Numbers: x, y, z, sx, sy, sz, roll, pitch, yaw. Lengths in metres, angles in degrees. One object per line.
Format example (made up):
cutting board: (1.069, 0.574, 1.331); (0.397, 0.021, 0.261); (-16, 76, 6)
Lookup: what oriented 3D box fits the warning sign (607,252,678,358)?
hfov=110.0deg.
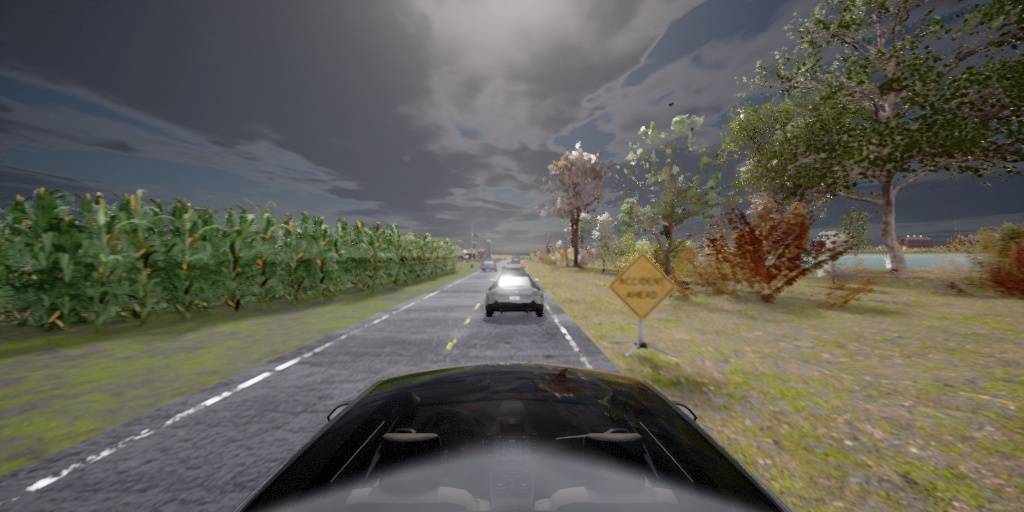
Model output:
warning sign: (2.451, 0.860, 6.811); (1.300, 1.860, 1.060); (0, 0, 0)

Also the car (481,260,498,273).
car: (-2.821, 1.268, 44.628); (1.812, 1.442, 4.674); (0, 0, 0)

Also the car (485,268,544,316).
car: (0.088, 1.305, 13.376); (1.994, 1.385, 4.181); (0, 0, 0)

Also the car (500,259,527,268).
car: (0.096, 1.243, 29.040); (1.837, 1.490, 4.892); (0, 0, 0)
